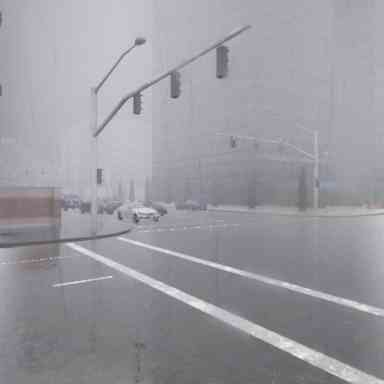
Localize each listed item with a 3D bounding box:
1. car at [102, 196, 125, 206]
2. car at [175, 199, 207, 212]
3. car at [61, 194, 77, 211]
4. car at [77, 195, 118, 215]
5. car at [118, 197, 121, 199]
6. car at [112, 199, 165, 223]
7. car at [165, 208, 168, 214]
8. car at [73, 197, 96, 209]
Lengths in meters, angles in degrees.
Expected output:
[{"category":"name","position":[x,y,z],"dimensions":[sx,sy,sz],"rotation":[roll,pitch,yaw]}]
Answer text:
[{"category":"car","position":[-13.529,1.486,57.166],"dimensions":[2.128,1.511,4.902],"rotation":[0,0,-36]},{"category":"car","position":[-0.158,1.520,38.447],"dimensions":[1.812,1.442,4.674],"rotation":[0,0,-35]},{"category":"car","position":[-15.112,1.219,41.003],"dimensions":[2.150,2.045,5.566],"rotation":[0,0,-36]},{"category":"car","position":[-9.518,1.349,33.187],"dimensions":[2.097,1.767,4.553],"rotation":[0,0,-36]},{"category":"car","position":[-9.779,1.349,39.563],"dimensions":[2.097,1.767,4.553],"rotation":[0,0,-36]},{"category":"car","position":[-4.294,1.523,25.887],"dimensions":[1.812,1.442,4.674],"rotation":[0,0,-36]},{"category":"car","position":[-4.402,1.544,32.049],"dimensions":[2.033,1.411,5.357],"rotation":[0,0,-36]},{"category":"car","position":[-15.406,1.522,47.447],"dimensions":[1.812,1.442,4.674],"rotation":[0,0,-35]}]
